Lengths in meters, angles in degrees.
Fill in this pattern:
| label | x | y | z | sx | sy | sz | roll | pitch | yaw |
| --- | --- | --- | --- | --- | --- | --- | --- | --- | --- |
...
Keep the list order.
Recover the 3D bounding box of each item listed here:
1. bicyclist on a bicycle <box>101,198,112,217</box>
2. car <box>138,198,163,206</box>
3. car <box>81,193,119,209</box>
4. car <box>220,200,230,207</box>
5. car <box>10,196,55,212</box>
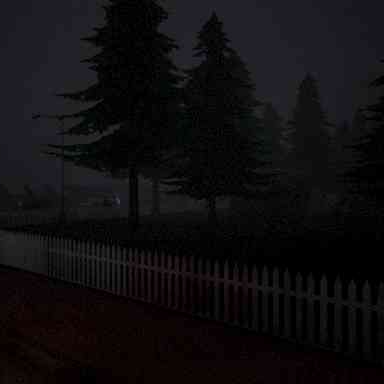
| label | x | y | z | sx | sy | sz | roll | pitch | yaw |
| --- | --- | --- | --- | --- | --- | --- | --- | --- | --- |
| bicyclist on a bicycle | -7.164 | 1.302 | 27.830 | 1.656 | 1.620 | 0.582 | 0 | 0 | 34 |
| car | -6.785 | 1.491 | 54.088 | 2.128 | 1.511 | 4.902 | 0 | 0 | 35 |
| car | -12.522 | 1.221 | 45.700 | 2.150 | 2.045 | 5.566 | 0 | 0 | 34 |
| car | 4.308 | 1.221 | 51.448 | 2.150 | 2.045 | 5.566 | 0 | 0 | 34 |
| car | -18.018 | 1.352 | 37.625 | 2.097 | 1.767 | 4.553 | 0 | 0 | 34 |
